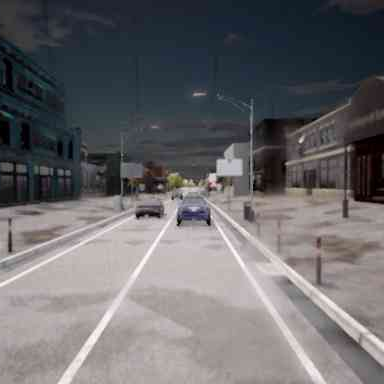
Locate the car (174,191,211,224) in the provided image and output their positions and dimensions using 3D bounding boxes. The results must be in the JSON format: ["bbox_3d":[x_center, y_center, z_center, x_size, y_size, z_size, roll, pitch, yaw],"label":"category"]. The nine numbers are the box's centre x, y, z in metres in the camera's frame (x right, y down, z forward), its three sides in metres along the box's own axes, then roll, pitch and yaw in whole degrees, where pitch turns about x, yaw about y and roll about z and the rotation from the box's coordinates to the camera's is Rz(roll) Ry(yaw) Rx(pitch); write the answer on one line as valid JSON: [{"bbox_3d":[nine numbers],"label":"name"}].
[{"bbox_3d":[0.108,1.060,21.926,2.097,1.767,4.553,0,1,0],"label":"car"}]

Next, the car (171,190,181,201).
[{"bbox_3d":[-2.973,0.652,66.595,2.150,2.045,5.566,0,0,0],"label":"car"}]

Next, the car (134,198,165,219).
[{"bbox_3d":[-3.088,1.193,25.392,2.033,1.411,5.357,0,1,0],"label":"car"}]

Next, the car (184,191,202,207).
[{"bbox_3d":[0.118,0.811,39.613,2.097,1.767,4.553,0,0,0],"label":"car"}]
